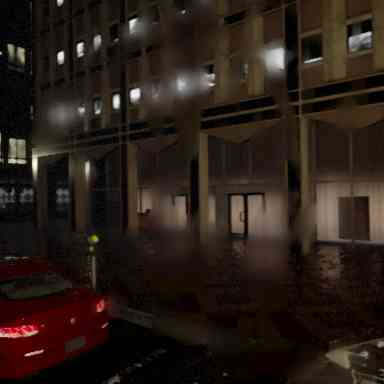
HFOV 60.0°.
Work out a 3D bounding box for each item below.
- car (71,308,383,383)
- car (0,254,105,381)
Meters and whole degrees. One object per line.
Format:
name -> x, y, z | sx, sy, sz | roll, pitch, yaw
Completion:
car -> 1.580, 1.548, 1.756 | 4.403, 1.369, 2.008 | -1, -1, 36
car -> -3.035, 1.623, 5.057 | 4.206, 1.307, 1.802 | -1, -1, 36
